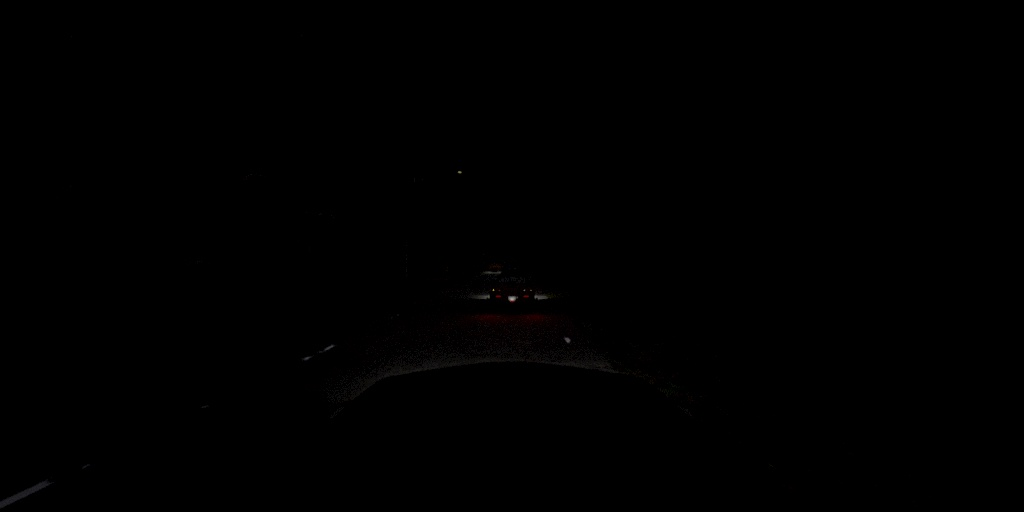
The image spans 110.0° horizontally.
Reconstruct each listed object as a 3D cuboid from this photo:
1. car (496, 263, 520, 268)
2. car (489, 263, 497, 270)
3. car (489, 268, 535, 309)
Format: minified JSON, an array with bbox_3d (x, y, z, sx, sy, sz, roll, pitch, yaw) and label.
[{"bbox_3d":[0.024,1.562,30.355,2.128,1.511,4.902,0,0,0],"label":"car"},{"bbox_3d":[-2.813,1.845,59.705,1.882,1.535,5.008,0,0,0],"label":"car"},{"bbox_3d":[0.027,1.432,15.743,1.812,1.442,4.674,0,0,1],"label":"car"}]
